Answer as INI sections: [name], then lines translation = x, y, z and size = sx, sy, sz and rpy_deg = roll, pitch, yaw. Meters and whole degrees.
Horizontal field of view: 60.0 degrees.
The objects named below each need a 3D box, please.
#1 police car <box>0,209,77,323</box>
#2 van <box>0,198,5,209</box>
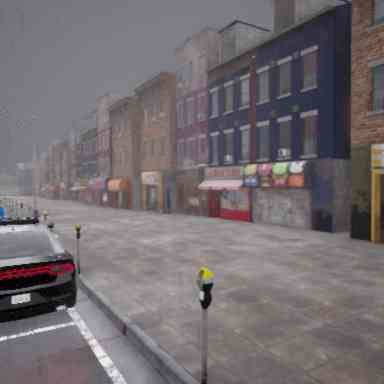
[police car]
translation = -3.892, 1.374, 7.159
size = 1.930, 1.638, 5.238
rpy_deg = -2, 1, -31
[van]
translation = -12.943, 1.235, 21.294
size = 1.690, 1.788, 3.998
rpy_deg = -3, 2, -31
